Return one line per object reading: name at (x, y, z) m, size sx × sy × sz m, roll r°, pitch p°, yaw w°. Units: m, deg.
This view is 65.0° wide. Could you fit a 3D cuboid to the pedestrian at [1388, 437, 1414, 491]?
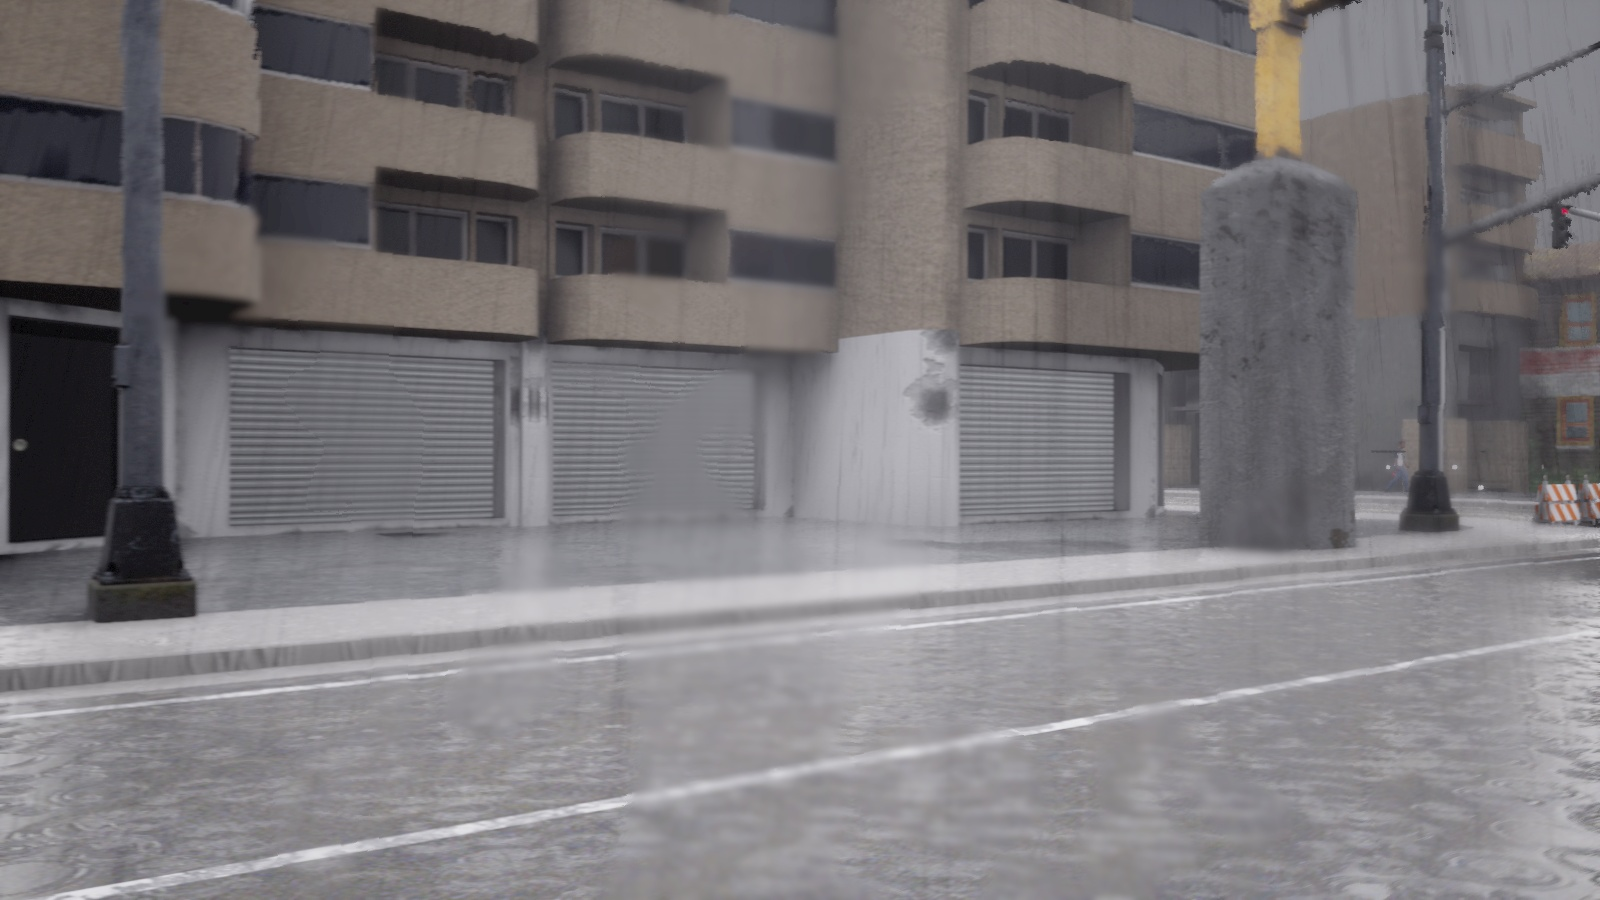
pedestrian at (20.321, 0.471, 42.458) m, size 0.706 × 1.836 × 0.354 m, roll 0°, pitch 0°, yaw 43°
